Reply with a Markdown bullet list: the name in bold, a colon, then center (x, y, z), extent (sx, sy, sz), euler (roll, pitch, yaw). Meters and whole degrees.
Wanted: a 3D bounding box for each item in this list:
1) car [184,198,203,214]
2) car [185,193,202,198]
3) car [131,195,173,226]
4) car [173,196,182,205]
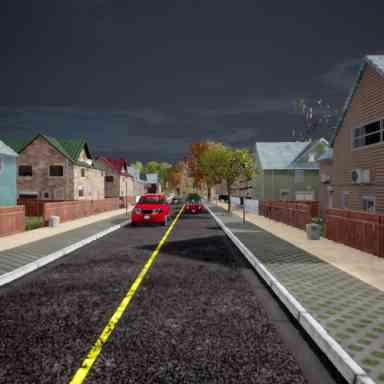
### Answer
- **car**: center (0.170, 1.595, 35.414), extent (1.895, 1.301, 4.718), euler (0, 0, 0)
- **car**: center (0.186, 1.210, 45.726), extent (2.150, 2.045, 5.566), euler (0, 0, 0)
- **car**: center (-2.794, 1.220, 23.441), extent (2.150, 2.045, 5.566), euler (0, 0, 0)
- **car**: center (-2.702, 1.472, 58.640), extent (2.128, 1.511, 4.902), euler (0, 0, 0)
